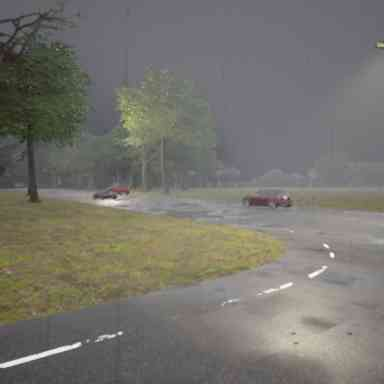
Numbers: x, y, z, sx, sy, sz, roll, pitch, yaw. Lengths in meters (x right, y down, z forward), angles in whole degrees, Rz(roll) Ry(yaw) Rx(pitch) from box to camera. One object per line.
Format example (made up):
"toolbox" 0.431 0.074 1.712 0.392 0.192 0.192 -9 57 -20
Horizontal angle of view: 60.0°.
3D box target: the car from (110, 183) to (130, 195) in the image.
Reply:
"car" -12.556 -0.477 56.822 2.150 2.045 5.566 -2 3 -35

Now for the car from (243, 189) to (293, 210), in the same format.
"car" 6.680 0.514 29.887 2.097 1.767 4.553 -2 3 -35

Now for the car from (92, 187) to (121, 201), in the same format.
"car" -11.325 0.441 43.099 1.895 1.301 4.718 -2 3 -35
